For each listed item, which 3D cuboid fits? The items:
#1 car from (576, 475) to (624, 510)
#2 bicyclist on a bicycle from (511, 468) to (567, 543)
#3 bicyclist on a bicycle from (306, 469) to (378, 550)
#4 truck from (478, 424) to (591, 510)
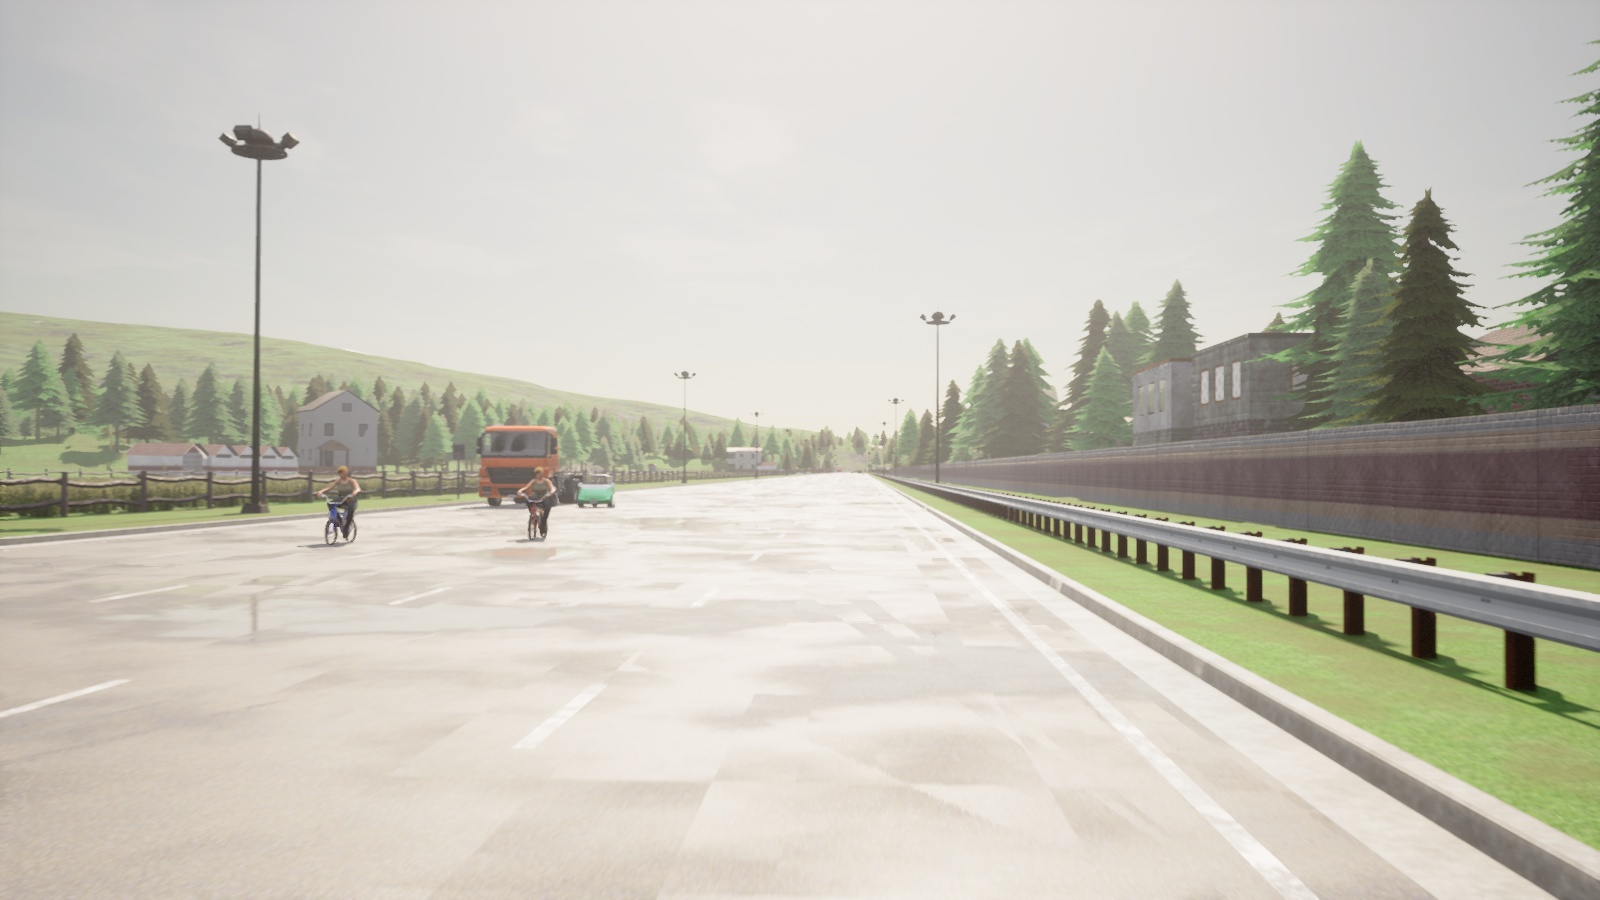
[{"bbox_3d":[-8.111,1.713,51.079,1.481,1.376,2.207,0,-2,3],"label":"car"},{"bbox_3d":[-5.759,1.215,27.797,0.866,1.612,1.509,0,-1,3],"label":"bicyclist on a bicycle"},{"bbox_3d":[-9.366,1.194,25.742,0.866,1.612,1.509,0,-1,3],"label":"bicyclist on a bicycle"},{"bbox_3d":[-11.429,0.750,54.918,2.891,3.462,7.936,0,-1,3],"label":"truck"}]
